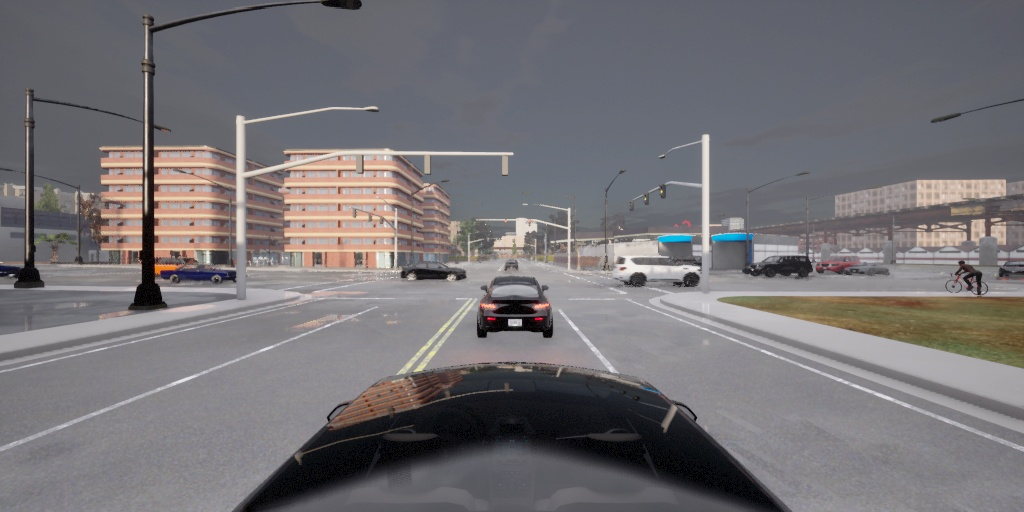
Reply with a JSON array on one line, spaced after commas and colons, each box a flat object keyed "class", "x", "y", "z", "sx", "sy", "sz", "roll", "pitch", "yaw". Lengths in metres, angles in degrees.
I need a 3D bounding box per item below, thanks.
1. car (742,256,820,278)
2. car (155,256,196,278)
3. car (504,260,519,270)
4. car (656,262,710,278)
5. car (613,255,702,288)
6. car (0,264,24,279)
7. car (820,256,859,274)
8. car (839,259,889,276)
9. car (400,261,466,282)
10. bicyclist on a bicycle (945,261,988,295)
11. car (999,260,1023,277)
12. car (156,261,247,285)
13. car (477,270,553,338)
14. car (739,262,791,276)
[{"class": "car", "x": 25.458, "y": 0.971, "z": 34.094, "sx": 5.566, "sy": 2.045, "sz": 2.150, "roll": 0, "pitch": 0, "yaw": -5}, {"class": "car", "x": -25.807, "y": 0.905, "z": 28.147, "sx": 4.553, "sy": 1.767, "sz": 2.097, "roll": 1, "pitch": 0, "yaw": 1}, {"class": "car", "x": -0.028, "y": 1.255, "z": 50.812, "sx": 1.837, "sy": 1.490, "sz": 4.892, "roll": 0, "pitch": 0, "yaw": 1}, {"class": "car", "x": 16.105, "y": 1.314, "z": 33.965, "sx": 4.181, "sy": 1.385, "sz": 1.994, "roll": 0, "pitch": 0, "yaw": 0}, {"class": "car", "x": 9.436, "y": 0.971, "z": 23.346, "sx": 5.566, "sy": 2.045, "sz": 2.150, "roll": 0, "pitch": 0, "yaw": 1}, {"class": "car", "x": -36.769, "y": 0.970, "z": 24.855, "sx": 4.718, "sy": 1.301, "sz": 1.895, "roll": 1, "pitch": 0, "yaw": 1}, {"class": "car", "x": 36.632, "y": 0.971, "z": 40.126, "sx": 5.566, "sy": 2.045, "sz": 2.150, "roll": 0, "pitch": 0, "yaw": -22}, {"class": "car", "x": 35.825, "y": 1.314, "z": 36.217, "sx": 4.181, "sy": 1.385, "sz": 1.994, "roll": 0, "pitch": 0, "yaw": -20}, {"class": "car", "x": -6.008, "y": 1.187, "z": 27.585, "sx": 5.008, "sy": 1.535, "sz": 1.882, "roll": 0, "pitch": 0, "yaw": 3}, {"class": "bicyclist on a bicycle", "x": 21.913, "y": 1.050, "z": 17.313, "sx": 0.582, "sy": 1.620, "sz": 1.656, "roll": 0, "pitch": 0, "yaw": 0}, {"class": "car", "x": 47.797, "y": 1.241, "z": 33.834, "sx": 4.902, "sy": 1.511, "sz": 2.128, "roll": 0, "pitch": 0, "yaw": -30}, {"class": "car", "x": -20.958, "y": 1.220, "z": 24.560, "sx": 4.718, "sy": 1.301, "sz": 1.895, "roll": 1, "pitch": 0, "yaw": 2}, {"class": "car", "x": 0.075, "y": 1.276, "z": 10.079, "sx": 1.812, "sy": 1.442, "sz": 4.674, "roll": 0, "pitch": 0, "yaw": 0}, {"class": "car", "x": 26.594, "y": 1.314, "z": 37.752, "sx": 4.181, "sy": 1.385, "sz": 1.994, "roll": 0, "pitch": 0, "yaw": -8}]
